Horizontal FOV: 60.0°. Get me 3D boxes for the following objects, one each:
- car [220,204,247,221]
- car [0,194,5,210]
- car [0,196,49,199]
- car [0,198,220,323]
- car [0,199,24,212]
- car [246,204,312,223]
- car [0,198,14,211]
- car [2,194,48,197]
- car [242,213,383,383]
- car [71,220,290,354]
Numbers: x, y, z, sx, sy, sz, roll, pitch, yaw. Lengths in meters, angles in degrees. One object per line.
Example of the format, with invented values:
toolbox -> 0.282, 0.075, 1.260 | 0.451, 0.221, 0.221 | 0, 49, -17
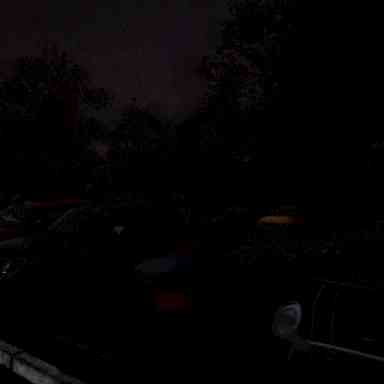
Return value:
car -> 3.070, 1.493, 20.358 | 2.231, 1.521, 4.892 | 0, 0, 35
car -> -26.592, 1.287, 41.181 | 2.435, 2.045, 5.566 | 0, 0, 35
car -> -4.172, 1.239, 9.419 | 2.435, 2.045, 5.566 | 0, 0, 35
car -> -1.879, 1.236, 7.806 | 2.435, 2.045, 5.566 | 0, 0, 35
car -> -22.121, 1.565, 38.068 | 2.002, 1.452, 4.674 | 0, 0, 35
car -> 5.231, 1.487, 18.604 | 1.946, 1.575, 5.366 | 0, 0, 35
car -> -24.299, 1.531, 39.596 | 2.097, 1.535, 5.008 | 0, 0, 35
car -> -17.581, 1.266, 34.842 | 2.435, 2.045, 5.566 | 0, 0, 35
car -> 2.741, 1.357, 4.629 | 2.185, 1.767, 4.553 | 0, 0, 35
car -> 0.429, 1.525, 6.214 | 2.002, 1.452, 4.674 | 0, 0, 35
